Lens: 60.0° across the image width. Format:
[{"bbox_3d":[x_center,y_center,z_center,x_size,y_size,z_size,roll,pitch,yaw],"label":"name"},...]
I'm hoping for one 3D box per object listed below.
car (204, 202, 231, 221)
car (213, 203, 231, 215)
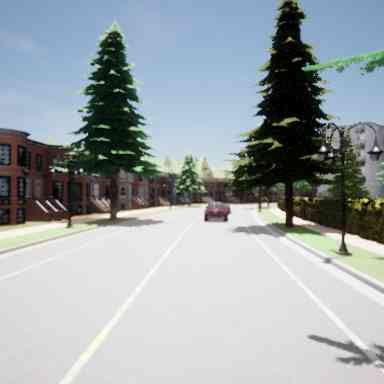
[{"bbox_3d":[2.277,1.715,30.761,2.097,1.767,4.553,0,-1,7],"label":"car"},{"bbox_3d":[3.823,2.057,41.600,1.994,1.385,4.181,0,-1,10],"label":"car"}]
